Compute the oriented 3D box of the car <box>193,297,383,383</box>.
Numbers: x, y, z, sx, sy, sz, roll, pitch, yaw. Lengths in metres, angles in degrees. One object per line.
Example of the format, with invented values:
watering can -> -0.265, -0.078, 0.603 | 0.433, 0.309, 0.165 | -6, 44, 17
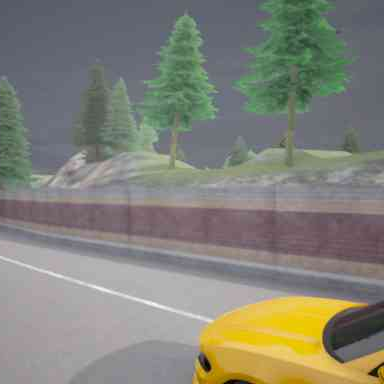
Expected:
car -> 2.320, 1.489, 2.422 | 5.008, 1.535, 1.882 | 0, 0, 35
